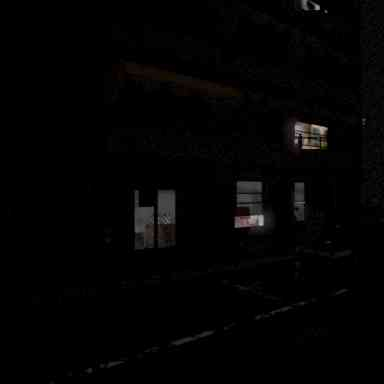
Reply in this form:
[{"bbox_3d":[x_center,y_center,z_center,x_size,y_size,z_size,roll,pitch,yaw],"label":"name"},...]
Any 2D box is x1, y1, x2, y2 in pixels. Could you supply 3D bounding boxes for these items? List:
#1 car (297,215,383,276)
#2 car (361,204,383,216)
[{"bbox_3d":[5.055,1.579,10.245,4.206,1.307,1.802,0,0,-36],"label":"car"},{"bbox_3d":[16.824,1.843,32.102,1.994,1.385,4.181,0,-1,-36],"label":"car"}]
